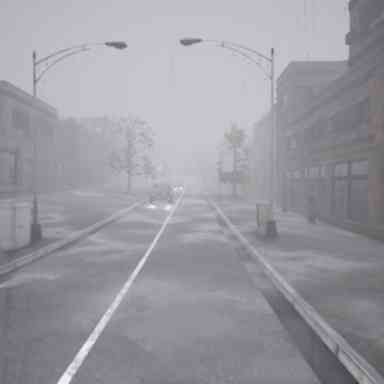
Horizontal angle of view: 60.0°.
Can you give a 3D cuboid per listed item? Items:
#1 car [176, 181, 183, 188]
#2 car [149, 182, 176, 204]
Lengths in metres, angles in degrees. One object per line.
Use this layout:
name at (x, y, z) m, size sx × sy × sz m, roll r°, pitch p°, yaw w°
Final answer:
car at (-3.028, -1.698, 75.968) m, size 2.128 × 1.511 × 4.902 m, roll 0°, pitch 3°, yaw 0°
car at (-3.095, 0.030, 34.185) m, size 2.150 × 2.045 × 5.566 m, roll 0°, pitch 3°, yaw 0°
